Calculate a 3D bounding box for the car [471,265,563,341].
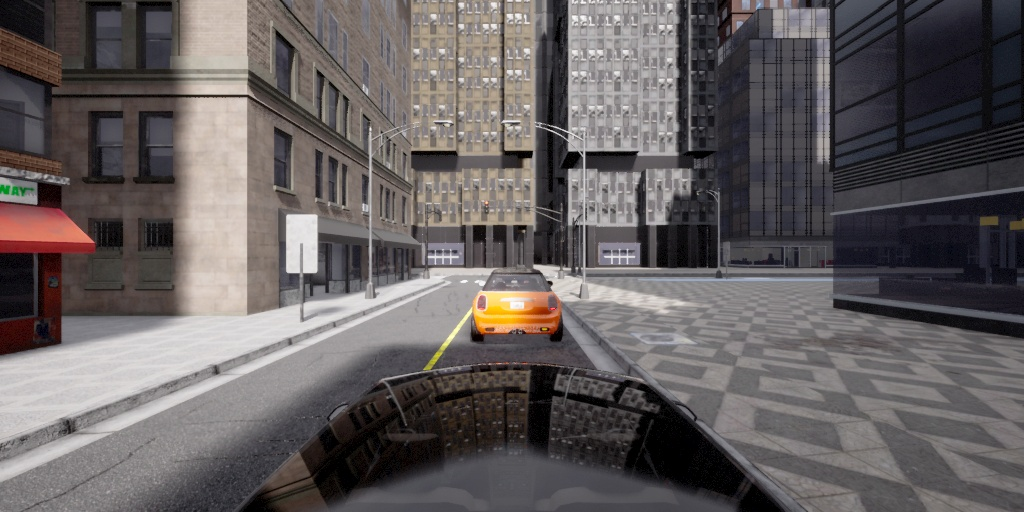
[{"bbox_3d":[0.106,1.102,10.003,2.097,1.767,4.553,0,0,0],"label":"car"}]
